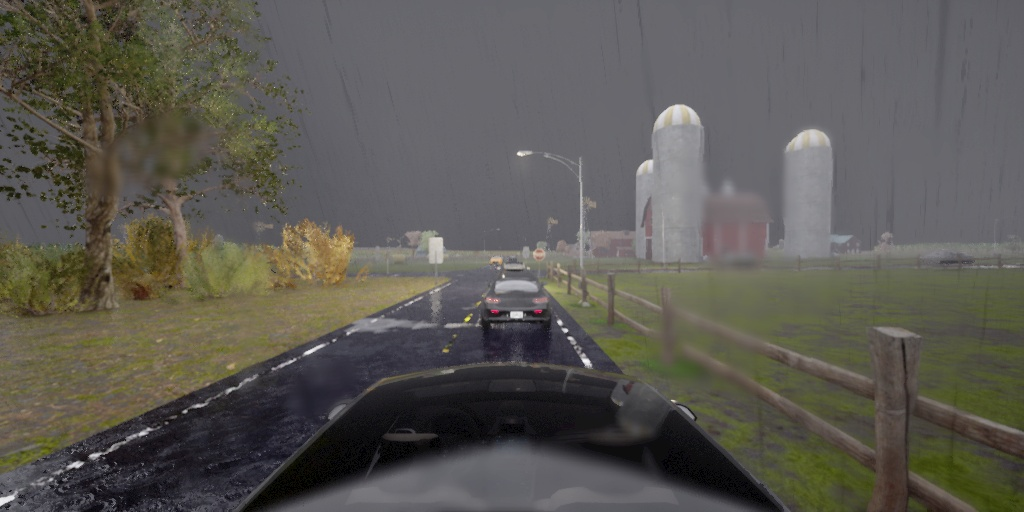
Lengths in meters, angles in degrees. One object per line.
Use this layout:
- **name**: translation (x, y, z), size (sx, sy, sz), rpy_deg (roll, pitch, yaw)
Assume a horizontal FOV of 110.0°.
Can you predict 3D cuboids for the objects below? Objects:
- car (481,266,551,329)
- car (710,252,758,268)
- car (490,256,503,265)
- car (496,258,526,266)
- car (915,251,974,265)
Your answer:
- **car**: translation (0.114, 1.203, 10.797), size (1.812, 1.442, 4.674), rpy_deg (0, 1, 0)
- **car**: translation (23.917, 0.434, 38.559), size (4.553, 1.767, 2.097), rpy_deg (-1, 1, 0)
- **car**: translation (-2.700, 0.790, 61.189), size (1.882, 1.535, 5.008), rpy_deg (0, 0, 1)
- **car**: translation (0.106, 1.090, 22.685), size (1.837, 1.490, 4.892), rpy_deg (0, 0, -1)
- **car**: translation (46.451, 0.260, 38.599), size (4.902, 1.511, 2.128), rpy_deg (-1, 1, 0)
